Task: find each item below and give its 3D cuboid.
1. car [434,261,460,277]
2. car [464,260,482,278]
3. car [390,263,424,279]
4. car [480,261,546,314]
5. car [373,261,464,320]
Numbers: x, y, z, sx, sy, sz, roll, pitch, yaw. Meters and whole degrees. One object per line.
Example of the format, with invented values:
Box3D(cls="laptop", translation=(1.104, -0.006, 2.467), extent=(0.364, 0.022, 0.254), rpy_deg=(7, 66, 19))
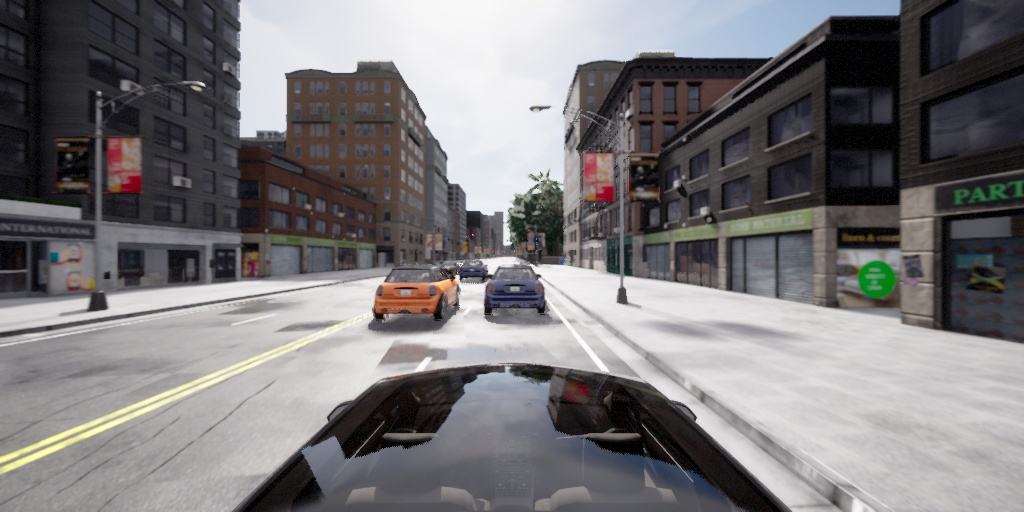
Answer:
Box3D(cls="car", translation=(-6.602, 1.267, 36.943), extent=(1.837, 1.490, 4.892), rpy_deg=(0, 0, 0))
Box3D(cls="car", translation=(-3.158, 1.110, 30.370), extent=(2.097, 1.767, 4.553), rpy_deg=(0, 0, 0))
Box3D(cls="car", translation=(-9.855, 1.361, 33.988), extent=(1.895, 1.301, 4.718), rpy_deg=(0, 0, 0))
Box3D(cls="car", translation=(0.097, 1.105, 13.900), extent=(2.097, 1.767, 4.553), rpy_deg=(0, 0, 0))
Box3D(cls="car", translation=(-3.153, 1.105, 12.773), extent=(2.097, 1.767, 4.553), rpy_deg=(0, 0, 0))
